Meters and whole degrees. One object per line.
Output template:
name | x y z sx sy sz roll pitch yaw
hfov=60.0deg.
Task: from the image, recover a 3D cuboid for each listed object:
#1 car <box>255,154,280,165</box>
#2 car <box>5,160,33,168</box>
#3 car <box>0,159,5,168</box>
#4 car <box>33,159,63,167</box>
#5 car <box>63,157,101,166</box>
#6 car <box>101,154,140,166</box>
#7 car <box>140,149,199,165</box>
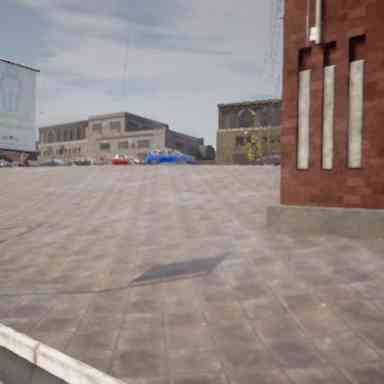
car | 8.084 -2.713 30.065 4.674 1.452 2.002 2 1 22
car | -21.975 -3.560 44.157 4.792 1.488 2.163 1 1 29
car | -26.967 -3.823 46.958 4.553 1.767 2.185 1 1 31
car | -17.111 -3.446 41.550 4.674 1.452 2.002 1 1 28
car | -12.279 -3.381 39.092 4.892 1.521 2.231 1 1 27
car | -7.198 -3.382 36.649 4.553 1.767 2.185 1 1 26
car | -2.098 -3.360 34.310 5.566 2.045 2.435 2 1 25
